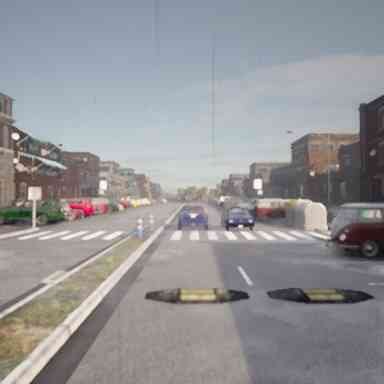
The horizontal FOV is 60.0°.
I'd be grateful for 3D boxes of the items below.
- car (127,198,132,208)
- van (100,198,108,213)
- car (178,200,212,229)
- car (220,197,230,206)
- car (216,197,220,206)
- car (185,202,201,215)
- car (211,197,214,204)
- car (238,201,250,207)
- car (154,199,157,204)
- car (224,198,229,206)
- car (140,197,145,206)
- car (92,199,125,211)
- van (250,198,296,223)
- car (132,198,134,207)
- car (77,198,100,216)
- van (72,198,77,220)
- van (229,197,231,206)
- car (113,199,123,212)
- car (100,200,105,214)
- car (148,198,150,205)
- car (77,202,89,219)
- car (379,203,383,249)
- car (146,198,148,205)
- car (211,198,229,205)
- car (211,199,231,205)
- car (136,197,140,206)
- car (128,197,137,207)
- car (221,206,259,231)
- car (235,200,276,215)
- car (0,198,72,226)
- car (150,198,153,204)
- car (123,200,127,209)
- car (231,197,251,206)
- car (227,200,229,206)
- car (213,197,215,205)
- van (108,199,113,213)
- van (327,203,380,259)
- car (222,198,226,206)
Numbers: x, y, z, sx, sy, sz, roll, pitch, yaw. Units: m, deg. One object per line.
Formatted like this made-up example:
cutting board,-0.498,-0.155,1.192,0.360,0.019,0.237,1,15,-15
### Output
car,-12.878,2.110,54.177,5.008,1.535,2.097,0,0,0
van,-13.024,1.771,40.408,4.442,1.987,1.878,0,-1,0
car,0.085,1.679,24.307,2.097,1.767,4.553,0,-1,0
car,7.573,2.008,56.856,4.553,1.767,2.185,0,0,0
car,7.574,1.901,59.615,5.566,2.045,2.435,0,0,0
car,0.073,2.005,41.427,1.882,1.535,5.008,0,-1,0
car,7.566,2.030,73.395,5.566,2.045,2.435,0,-1,0
car,7.589,1.967,34.790,4.792,1.488,2.163,0,-1,0
car,-12.842,2.637,90.405,4.892,1.521,2.231,0,-2,0
car,7.795,2.068,48.580,5.366,1.575,1.946,0,0,0
car,-13.050,2.205,68.196,5.366,1.575,1.946,0,-1,0
car,-12.918,1.965,51.399,4.553,1.767,2.185,0,0,0
van,7.738,1.646,29.275,4.442,1.987,1.878,0,-1,0
car,-12.909,2.158,56.956,4.792,1.488,2.163,0,0,0
car,-12.952,1.686,34.725,5.566,2.045,2.435,0,-1,0
van,-12.828,1.646,29.166,4.442,1.987,1.878,0,-1,0
van,7.496,1.797,43.067,4.442,1.987,1.878,0,-1,0
car,-12.864,1.796,45.961,5.566,2.045,2.435,0,-1,0
car,-12.906,1.970,37.623,4.892,1.521,2.231,0,0,0
car,-13.040,2.314,76.398,5.366,1.575,1.946,0,-1,0
car,-12.906,1.937,32.069,4.792,1.488,2.163,0,-1,0
car,7.607,1.309,7.221,5.566,2.045,2.435,0,-1,0
car,-12.855,2.312,73.624,4.674,1.452,2.002,0,-1,0
car,7.615,2.502,89.923,4.553,1.767,2.185,0,-1,0
car,7.580,2.557,87.163,5.008,1.535,2.097,0,-1,0
car,-12.877,2.165,62.640,5.008,1.535,2.097,0,0,0
car,-12.882,2.148,59.736,4.892,1.521,2.231,0,0,0
car,3.088,1.915,23.310,1.895,1.301,4.718,0,-1,0
car,7.646,1.870,40.308,4.553,1.767,2.185,0,-1,0
car,-12.986,1.584,26.390,5.566,2.045,2.435,0,-1,0
car,-12.822,2.116,79.181,5.566,2.045,2.435,0,-1,0
car,-12.705,2.068,48.742,5.366,1.575,1.946,0,0,0
car,7.588,1.716,37.551,5.566,2.045,2.435,0,-1,0
car,7.609,2.088,45.823,4.674,1.452,2.002,0,0,0
car,7.590,2.243,70.634,5.008,1.535,2.097,0,-1,0
van,-13.016,1.796,43.061,4.442,1.987,1.878,0,-1,0
van,7.515,1.412,12.732,4.442,1.987,1.878,0,-1,0
car,7.793,2.090,51.340,5.366,1.575,1.946,0,0,0
